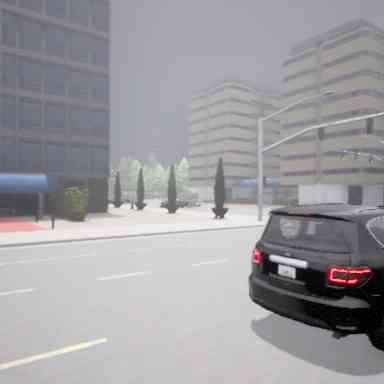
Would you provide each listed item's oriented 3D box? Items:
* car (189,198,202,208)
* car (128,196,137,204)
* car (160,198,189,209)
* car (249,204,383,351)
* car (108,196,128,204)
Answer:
[{"bbox_3d":[-0.486,1.625,50.105,2.128,1.511,4.902,0,0,-35],"label":"car"},{"bbox_3d":[-11.879,1.675,66.577,1.837,1.490,4.892,0,0,-35],"label":"car"},{"bbox_3d":[-2.798,1.681,47.294,1.994,1.385,4.181,0,0,-35],"label":"car"},{"bbox_3d":[3.576,1.253,6.366,5.566,2.045,2.150,0,0,-35],"label":"car"},{"bbox_3d":[-14.766,1.474,64.601,2.097,1.767,4.553,0,0,-35],"label":"car"}]
